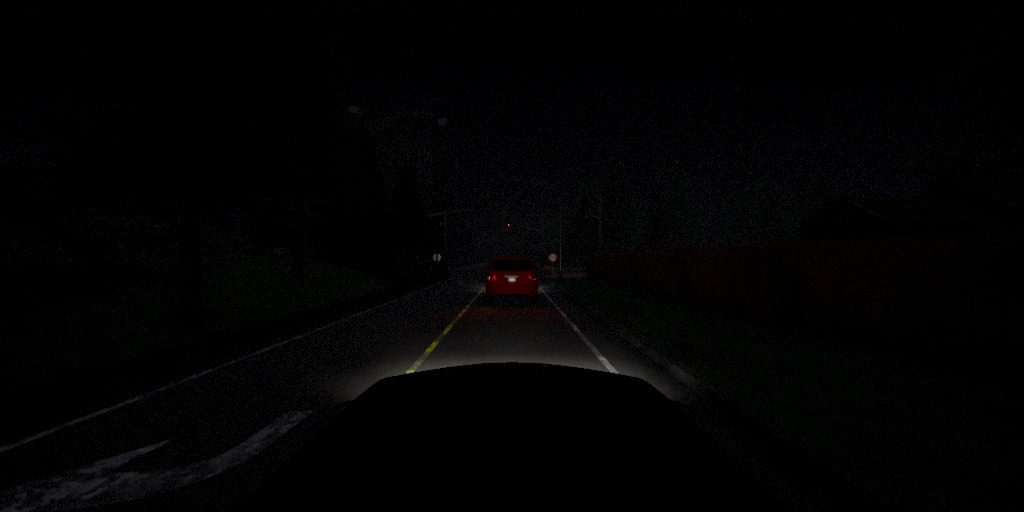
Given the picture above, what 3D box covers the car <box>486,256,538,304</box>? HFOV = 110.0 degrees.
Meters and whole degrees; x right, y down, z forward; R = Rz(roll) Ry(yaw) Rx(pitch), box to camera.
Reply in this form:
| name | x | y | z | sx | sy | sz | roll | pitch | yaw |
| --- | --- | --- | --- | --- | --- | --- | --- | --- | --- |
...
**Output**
| name | x | y | z | sx | sy | sz | roll | pitch | yaw |
| --- | --- | --- | --- | --- | --- | --- | --- | --- | --- |
| car | 0.000 | 1.007 | 16.530 | 2.150 | 2.045 | 5.566 | 0 | 0 | 0 |
